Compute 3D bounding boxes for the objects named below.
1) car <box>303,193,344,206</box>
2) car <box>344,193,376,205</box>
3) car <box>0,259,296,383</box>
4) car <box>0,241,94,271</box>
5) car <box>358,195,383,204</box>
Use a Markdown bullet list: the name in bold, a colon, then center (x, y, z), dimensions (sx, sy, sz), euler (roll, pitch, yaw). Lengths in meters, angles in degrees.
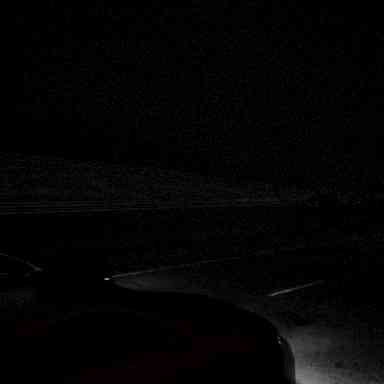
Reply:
- **car**: center (16.466, 1.193, 42.273), dimensions (5.566, 2.045, 2.150), euler (0, 0, -37)
- **car**: center (21.083, 1.191, 41.351), dimensions (5.566, 2.045, 2.150), euler (0, 0, -36)
- **car**: center (-0.961, 1.564, 3.062), dimensions (4.181, 1.385, 1.994), euler (0, 0, -36)
- **car**: center (-3.699, 1.505, 5.407), dimensions (4.892, 1.490, 1.837), euler (0, 0, -35)
- **car**: center (21.060, 1.465, 36.968), dimensions (4.902, 1.511, 2.128), euler (0, 0, -37)
